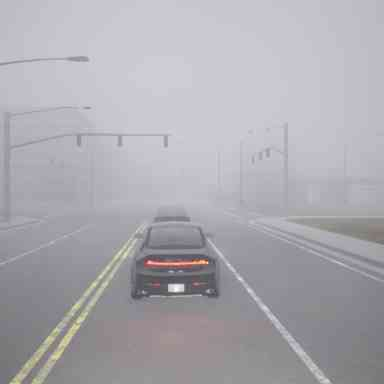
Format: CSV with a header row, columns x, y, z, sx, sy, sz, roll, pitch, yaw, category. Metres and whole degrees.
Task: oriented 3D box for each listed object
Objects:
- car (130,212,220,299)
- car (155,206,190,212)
x,y,z,sx,sy,sz,roll,pitch,yaw,category
-0.445,1.504,8.484,1.837,1.490,4.892,0,0,-4,car
-1.086,1.475,17.956,1.882,1.535,5.008,0,0,-4,car
